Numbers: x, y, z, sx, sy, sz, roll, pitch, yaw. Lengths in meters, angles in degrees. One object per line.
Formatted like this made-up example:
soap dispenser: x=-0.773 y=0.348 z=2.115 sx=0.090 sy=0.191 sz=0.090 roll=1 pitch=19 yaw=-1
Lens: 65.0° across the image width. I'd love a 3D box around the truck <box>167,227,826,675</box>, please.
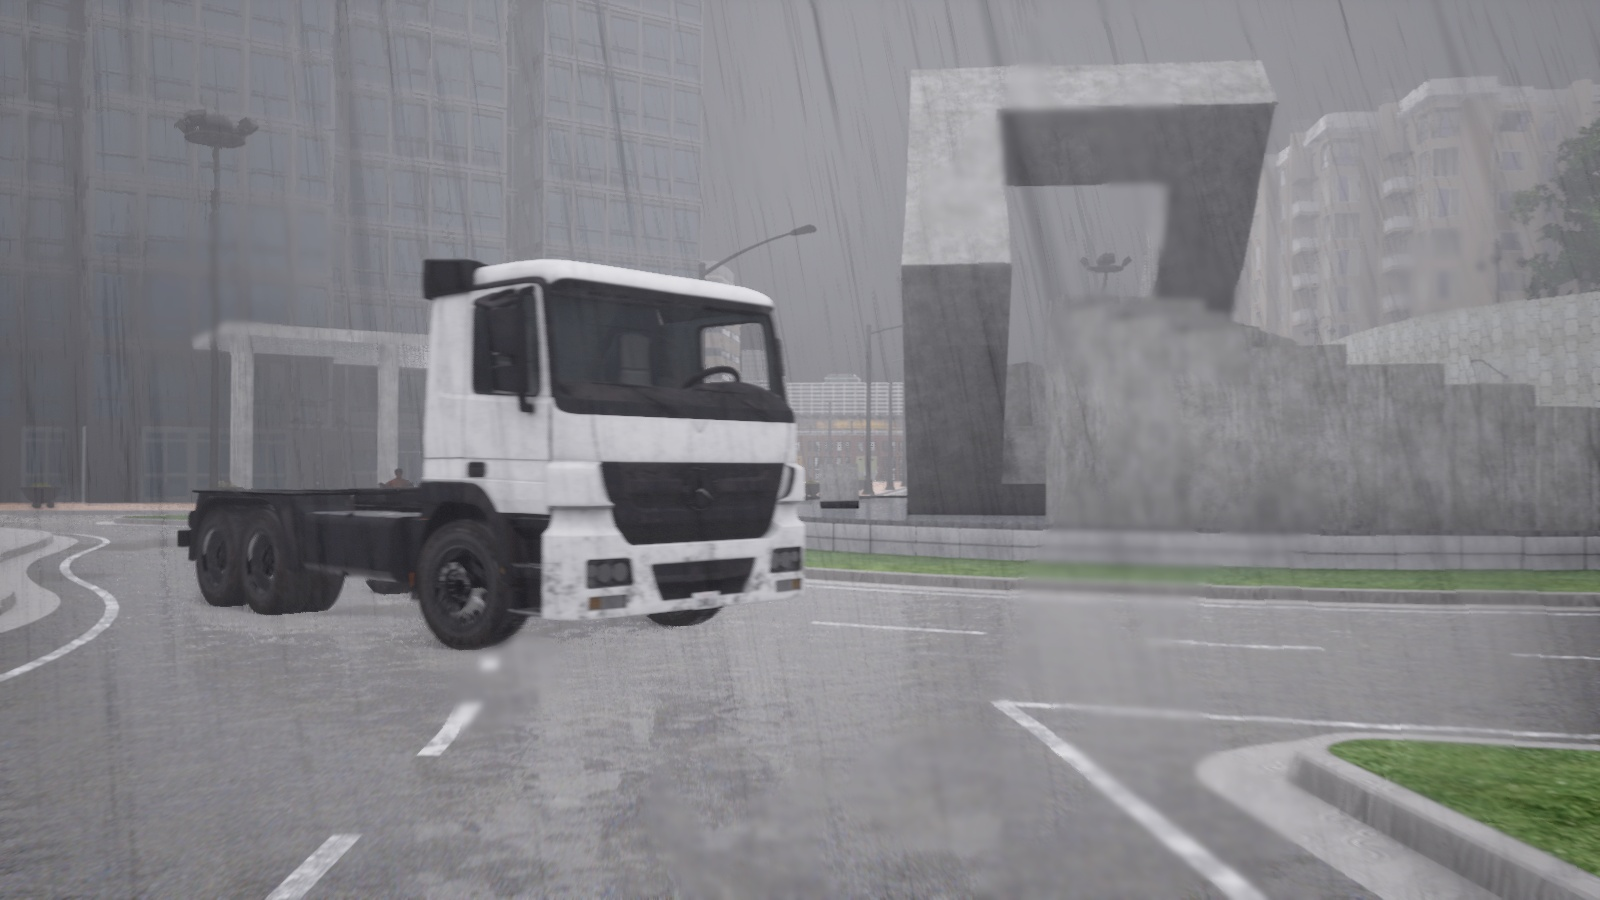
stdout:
truck: x=-3.672 y=0.074 z=13.432 sx=7.936 sy=3.462 sz=2.891 roll=-1 pitch=-1 yaw=42
